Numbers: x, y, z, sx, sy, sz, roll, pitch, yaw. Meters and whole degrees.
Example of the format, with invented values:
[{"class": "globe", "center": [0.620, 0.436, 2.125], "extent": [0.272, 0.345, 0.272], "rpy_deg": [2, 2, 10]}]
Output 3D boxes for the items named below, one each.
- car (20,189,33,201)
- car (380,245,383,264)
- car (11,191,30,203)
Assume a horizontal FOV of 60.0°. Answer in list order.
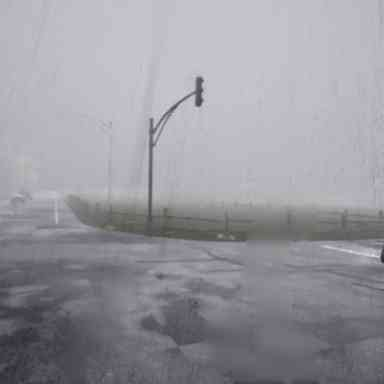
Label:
[{"class": "car", "center": [-31.270, 0.522, 62.543], "extent": [2.150, 2.045, 5.566], "rpy_deg": [1, 0, -22]}, {"class": "car", "center": [8.139, 1.842, 10.747], "extent": [4.181, 1.385, 1.994], "rpy_deg": [2, -1, -27]}, {"class": "car", "center": [-25.979, 0.946, 49.932], "extent": [1.812, 1.442, 4.674], "rpy_deg": [1, 0, -22]}]
